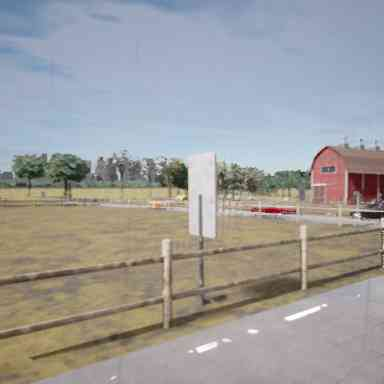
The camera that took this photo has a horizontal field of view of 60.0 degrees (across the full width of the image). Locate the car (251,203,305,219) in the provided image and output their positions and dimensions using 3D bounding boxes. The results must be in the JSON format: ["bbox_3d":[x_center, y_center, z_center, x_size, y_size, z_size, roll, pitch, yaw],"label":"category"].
[{"bbox_3d":[7.576,1.611,29.552,1.895,1.301,4.718,-1,1,-35],"label":"car"}]

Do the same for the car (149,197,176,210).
[{"bbox_3d":[-4.137,1.476,46.117,2.097,1.767,4.553,-1,0,-35],"label":"car"}]

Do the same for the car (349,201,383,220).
[{"bbox_3d":[14.300,1.462,25.005,1.837,1.490,4.892,0,0,-31],"label":"car"}]
